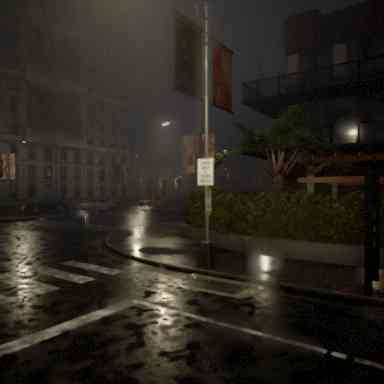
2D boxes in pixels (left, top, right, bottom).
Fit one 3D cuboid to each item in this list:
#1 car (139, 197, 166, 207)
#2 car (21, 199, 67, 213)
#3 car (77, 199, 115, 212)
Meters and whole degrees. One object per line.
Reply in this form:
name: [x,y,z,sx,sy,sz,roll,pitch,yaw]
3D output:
car: [-6.036,1.498,51.131,1.882,1.535,5.008,0,0,35]
car: [-16.265,1.485,36.766,2.128,1.511,4.902,0,0,36]
car: [-10.943,1.519,38.202,1.812,1.442,4.674,0,0,35]
